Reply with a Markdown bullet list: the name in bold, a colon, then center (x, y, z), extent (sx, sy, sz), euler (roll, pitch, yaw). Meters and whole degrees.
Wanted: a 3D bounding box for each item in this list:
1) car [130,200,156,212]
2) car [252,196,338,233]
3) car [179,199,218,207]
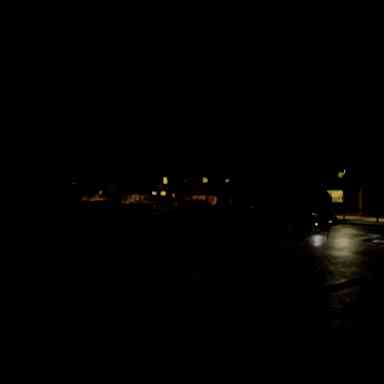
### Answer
- **car**: center (-5.984, 1.638, 38.726), extent (1.895, 1.301, 4.718), euler (-2, 1, -34)
- **car**: center (6.072, 1.272, 20.493), extent (2.150, 2.045, 5.566), euler (-2, 1, -33)
- **car**: center (0.597, 1.398, 28.769), extent (2.097, 1.767, 4.553), euler (-2, 1, -34)
